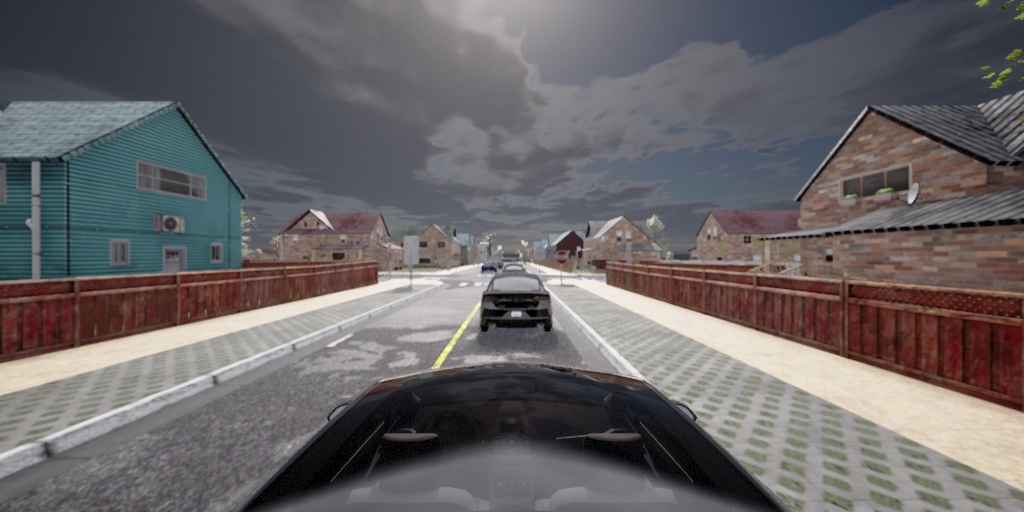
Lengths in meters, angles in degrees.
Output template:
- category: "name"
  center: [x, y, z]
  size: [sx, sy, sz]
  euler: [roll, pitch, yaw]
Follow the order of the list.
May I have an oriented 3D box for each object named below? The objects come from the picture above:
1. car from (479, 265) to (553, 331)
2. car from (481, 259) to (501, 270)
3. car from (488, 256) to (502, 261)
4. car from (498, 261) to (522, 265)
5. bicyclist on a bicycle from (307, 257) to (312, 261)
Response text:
- category: "car"
  center: [0.113, 1.224, 11.006]
  size: [1.882, 1.535, 5.008]
  euler: [0, 0, 0]
- category: "car"
  center: [-2.774, 1.384, 44.336]
  size: [1.895, 1.301, 4.718]
  euler: [0, 0, 0]
- category: "car"
  center: [-2.751, 1.046, 55.189]
  size: [2.150, 2.045, 5.566]
  euler: [0, 0, 0]
- category: "car"
  center: [0.141, 1.278, 26.307]
  size: [1.812, 1.442, 4.674]
  euler: [0, 0, 0]
- category: "bicyclist on a bicycle"
  center: [-20.098, 0.944, 35.667]
  size: [0.582, 1.620, 1.656]
  euler: [0, 1, 0]
